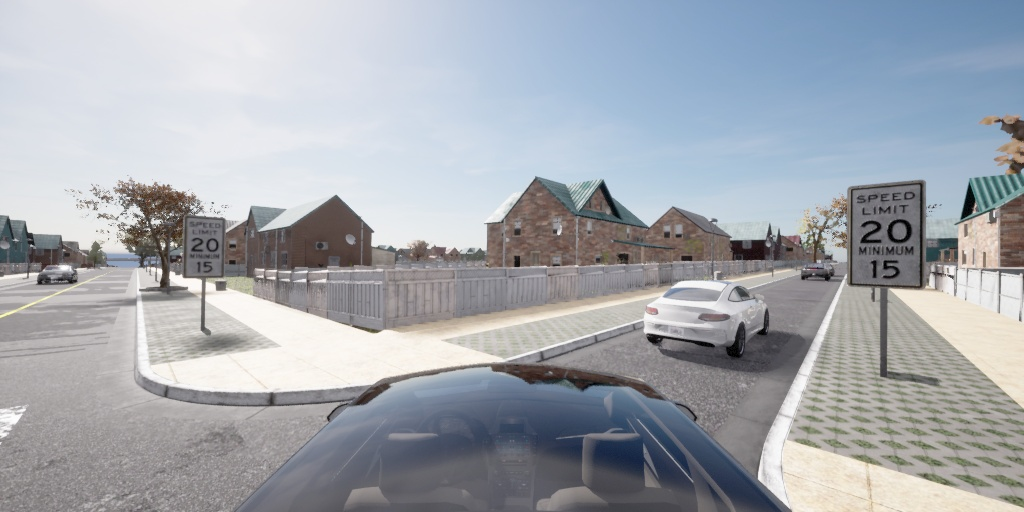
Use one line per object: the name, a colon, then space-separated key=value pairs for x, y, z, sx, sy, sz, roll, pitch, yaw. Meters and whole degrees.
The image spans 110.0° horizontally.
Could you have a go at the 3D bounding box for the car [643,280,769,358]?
car: x=4.776 y=1.293 z=8.632 sx=1.812 sy=1.442 sz=4.674 roll=0 pitch=0 yaw=44

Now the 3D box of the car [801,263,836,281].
car: x=27.212 y=1.370 z=32.061 sx=2.128 sy=1.511 sz=4.902 roll=0 pitch=0 yaw=44

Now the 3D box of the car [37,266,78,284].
car: x=-38.664 y=1.565 z=30.607 sx=4.902 sy=1.511 sz=2.128 roll=-1 pitch=-2 yaw=44
